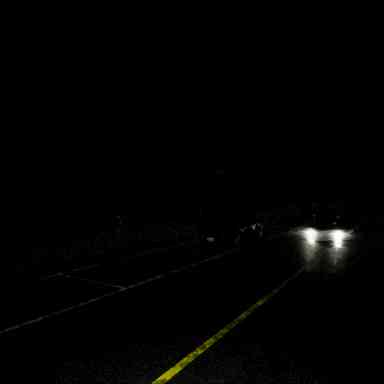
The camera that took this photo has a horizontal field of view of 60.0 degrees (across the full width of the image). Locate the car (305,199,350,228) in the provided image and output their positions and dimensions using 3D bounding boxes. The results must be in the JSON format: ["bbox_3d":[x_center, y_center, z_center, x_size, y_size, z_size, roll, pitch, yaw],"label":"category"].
[{"bbox_3d":[9.349,1.478,22.410,1.882,1.535,5.008,0,0,32],"label":"car"}]

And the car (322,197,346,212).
[{"bbox_3d":[16.622,1.442,38.804,1.967,1.590,4.097,0,0,32],"label":"car"}]

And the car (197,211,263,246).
[{"bbox_3d":[1.917,1.566,15.417,1.947,1.339,4.313,0,0,32],"label":"car"}]

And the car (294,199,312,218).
[{"bbox_3d":[10.740,1.583,29.450,1.802,1.307,4.206,0,0,32],"label":"car"}]

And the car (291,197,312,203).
[{"bbox_3d":[21.548,1.567,63.130,5.357,1.411,2.033,0,0,35],"label":"car"}]
